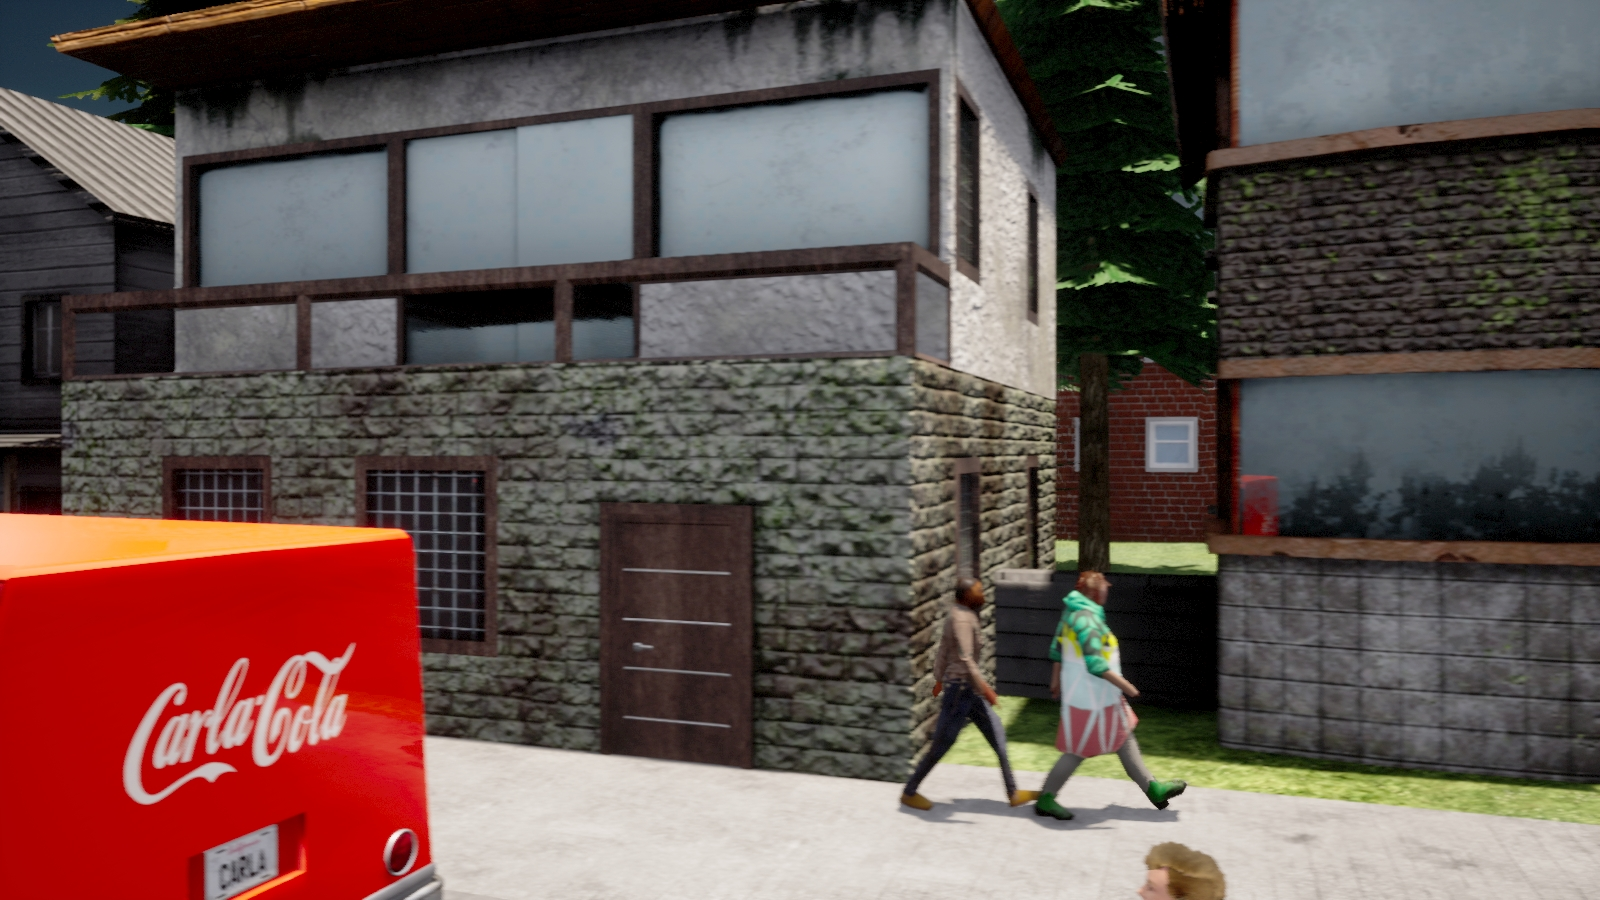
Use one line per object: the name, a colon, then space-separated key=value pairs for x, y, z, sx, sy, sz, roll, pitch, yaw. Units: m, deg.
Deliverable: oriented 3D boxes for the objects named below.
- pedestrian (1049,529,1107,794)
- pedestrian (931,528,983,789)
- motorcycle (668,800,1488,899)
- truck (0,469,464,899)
pedestrian: x=2.030 y=1.525 z=8.357 sx=0.375 sy=1.860 sz=0.375 roll=0 pitch=0 yaw=8
pedestrian: x=1.164 y=1.527 z=8.488 sx=0.375 sy=1.860 sz=0.375 roll=0 pitch=0 yaw=8
motorcycle: x=0.827 y=1.950 z=3.533 sx=2.356 sy=1.277 sz=0.764 roll=0 pitch=0 yaw=20
truck: x=-4.613 y=1.351 z=5.503 sx=5.204 sy=2.467 sz=2.627 roll=0 pitch=0 yaw=20
